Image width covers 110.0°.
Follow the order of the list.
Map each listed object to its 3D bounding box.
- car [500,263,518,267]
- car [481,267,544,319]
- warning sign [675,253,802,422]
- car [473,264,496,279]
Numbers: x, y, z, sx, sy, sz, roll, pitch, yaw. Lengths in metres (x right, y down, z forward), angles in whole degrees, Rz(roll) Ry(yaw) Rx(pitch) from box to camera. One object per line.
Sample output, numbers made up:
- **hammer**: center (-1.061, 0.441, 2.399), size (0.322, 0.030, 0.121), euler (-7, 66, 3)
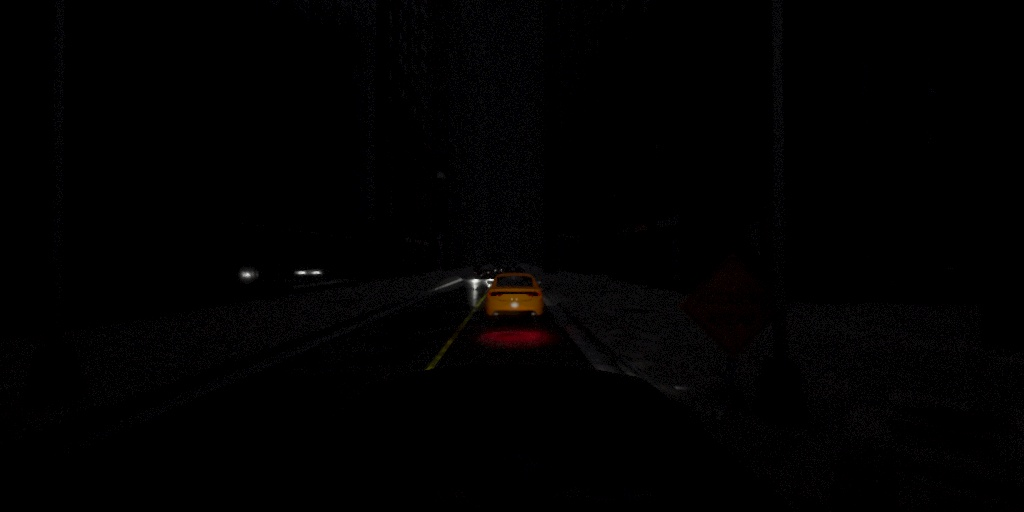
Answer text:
- **car**: center (0.114, 1.611, 31.194), size (1.812, 1.442, 4.674), euler (0, -1, 0)
- **car**: center (0.094, 1.360, 13.420), size (1.882, 1.535, 5.008), euler (0, 0, 0)
- **warning sign**: center (2.720, 0.896, 4.450), size (1.300, 1.860, 1.060), euler (0, 0, 0)
- **car**: center (-3.070, 1.695, 38.427), size (1.812, 1.442, 4.674), euler (0, -1, 0)
